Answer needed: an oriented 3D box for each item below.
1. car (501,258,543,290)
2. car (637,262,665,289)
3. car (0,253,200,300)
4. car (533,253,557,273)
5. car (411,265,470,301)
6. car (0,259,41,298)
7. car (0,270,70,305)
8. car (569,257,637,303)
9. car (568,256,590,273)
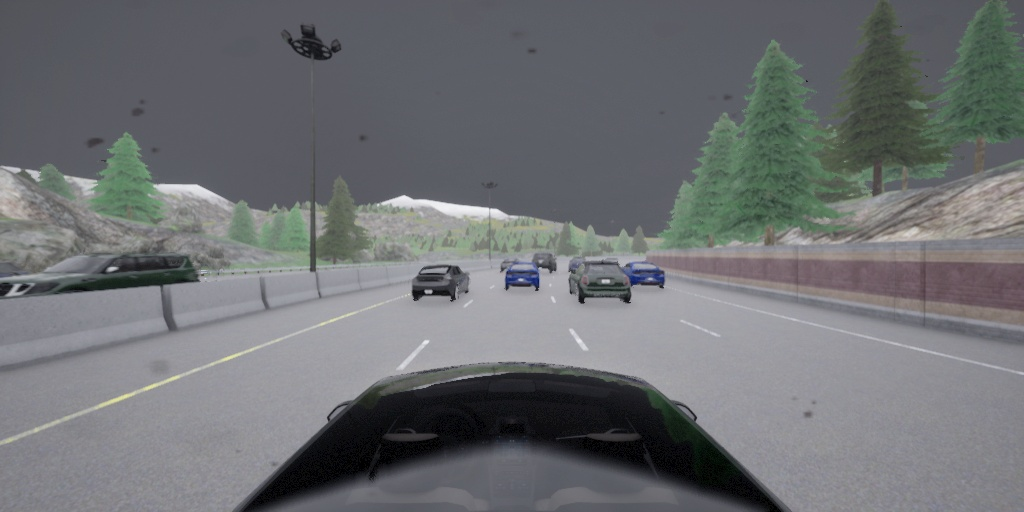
[{"bbox_3d":[0.723,1.106,21.330,1.882,1.535,5.008,0,0,5],"label":"car"},{"bbox_3d":[7.816,1.099,22.018,1.882,1.535,5.008,0,0,6],"label":"car"},{"bbox_3d":[-14.123,0.909,12.588,2.150,2.045,5.566,0,0,2],"label":"car"},{"bbox_3d":[3.500,0.737,38.281,2.150,2.045,5.566,0,-1,13],"label":"car"},{"bbox_3d":[-3.183,1.163,16.756,1.837,1.490,4.892,0,0,4],"label":"car"},{"bbox_3d":[-24.445,1.026,15.490,2.097,1.767,4.553,0,0,3],"label":"car"},{"bbox_3d":[-21.061,1.283,13.894,1.895,1.301,4.718,0,0,3],"label":"car"},{"bbox_3d":[3.803,1.011,16.149,2.097,1.767,4.553,0,0,3],"label":"car"},{"bbox_3d":[7.488,0.866,39.713,2.097,1.767,4.553,0,1,13],"label":"car"}]
